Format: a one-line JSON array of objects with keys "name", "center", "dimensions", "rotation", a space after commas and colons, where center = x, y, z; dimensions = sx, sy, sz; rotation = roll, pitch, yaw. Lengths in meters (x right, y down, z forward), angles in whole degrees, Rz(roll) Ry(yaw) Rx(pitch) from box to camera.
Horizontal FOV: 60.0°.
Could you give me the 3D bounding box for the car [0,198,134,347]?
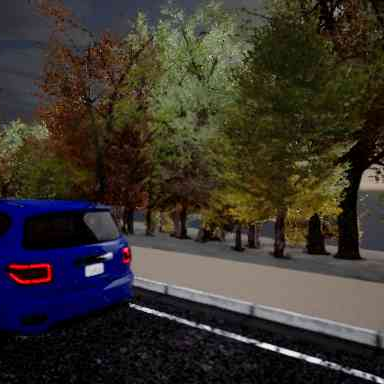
[{"name": "car", "center": [-3.547, 1.132, 6.222], "dimensions": [5.566, 2.045, 2.150], "rotation": [1, 1, 36]}]
